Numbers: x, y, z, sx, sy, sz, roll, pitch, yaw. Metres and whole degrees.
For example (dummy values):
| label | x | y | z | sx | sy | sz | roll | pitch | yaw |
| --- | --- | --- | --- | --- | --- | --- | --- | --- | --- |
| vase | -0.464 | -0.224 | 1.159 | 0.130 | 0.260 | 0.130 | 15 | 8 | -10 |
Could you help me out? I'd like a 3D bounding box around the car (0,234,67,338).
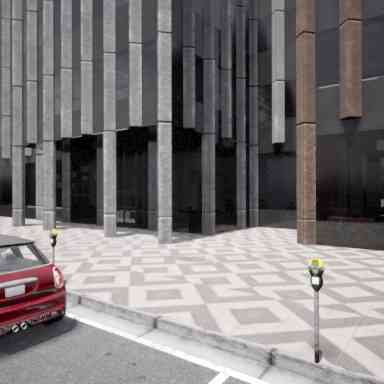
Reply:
| label | x | y | z | sx | sy | sz | roll | pitch | yaw |
| --- | --- | --- | --- | --- | --- | --- | --- | --- | --- |
| car | -4.103 | 1.441 | 5.881 | 4.097 | 1.590 | 1.967 | 0 | 0 | 35 |
